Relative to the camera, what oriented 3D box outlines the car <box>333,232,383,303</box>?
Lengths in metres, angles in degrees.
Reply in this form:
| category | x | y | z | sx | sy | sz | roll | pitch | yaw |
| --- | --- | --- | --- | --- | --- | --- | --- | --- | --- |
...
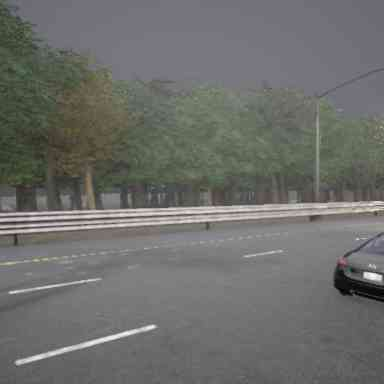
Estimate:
| category | x | y | z | sx | sy | sz | roll | pitch | yaw |
| --- | --- | --- | --- | --- | --- | --- | --- | --- | --- |
| car | 5.063 | 1.578 | 7.483 | 4.181 | 1.385 | 1.994 | 0 | 0 | -36 |
